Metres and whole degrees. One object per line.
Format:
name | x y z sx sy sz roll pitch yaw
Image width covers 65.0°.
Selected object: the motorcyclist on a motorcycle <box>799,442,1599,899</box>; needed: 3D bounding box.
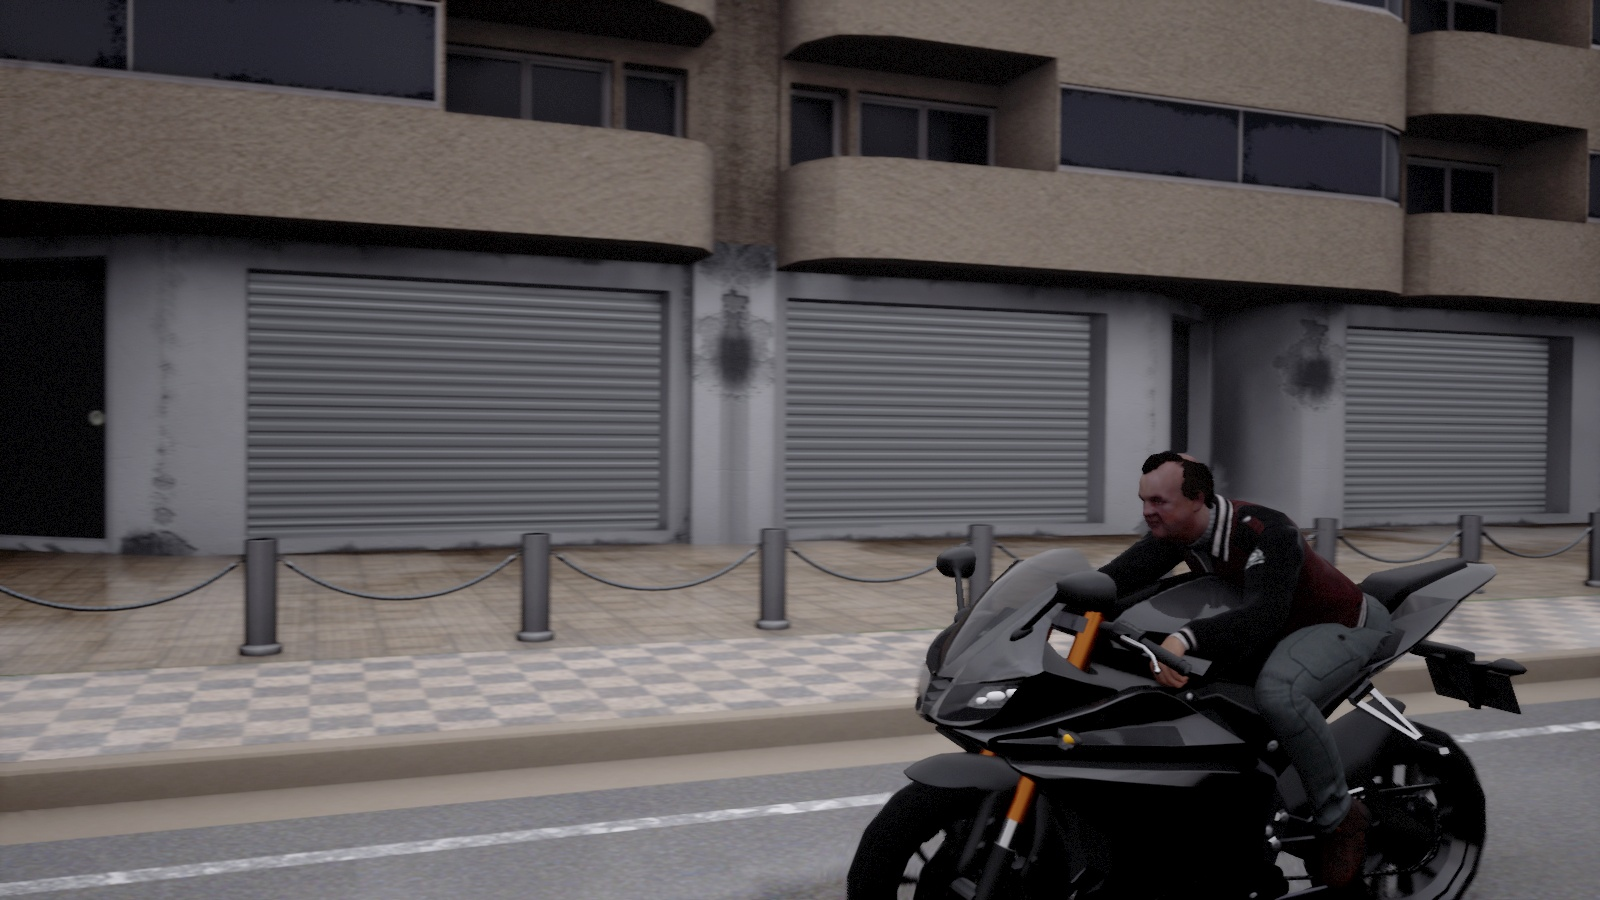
motorcyclist on a motorcycle | 1.184 0.760 3.689 2.191 1.530 0.866 -1 1 -21
